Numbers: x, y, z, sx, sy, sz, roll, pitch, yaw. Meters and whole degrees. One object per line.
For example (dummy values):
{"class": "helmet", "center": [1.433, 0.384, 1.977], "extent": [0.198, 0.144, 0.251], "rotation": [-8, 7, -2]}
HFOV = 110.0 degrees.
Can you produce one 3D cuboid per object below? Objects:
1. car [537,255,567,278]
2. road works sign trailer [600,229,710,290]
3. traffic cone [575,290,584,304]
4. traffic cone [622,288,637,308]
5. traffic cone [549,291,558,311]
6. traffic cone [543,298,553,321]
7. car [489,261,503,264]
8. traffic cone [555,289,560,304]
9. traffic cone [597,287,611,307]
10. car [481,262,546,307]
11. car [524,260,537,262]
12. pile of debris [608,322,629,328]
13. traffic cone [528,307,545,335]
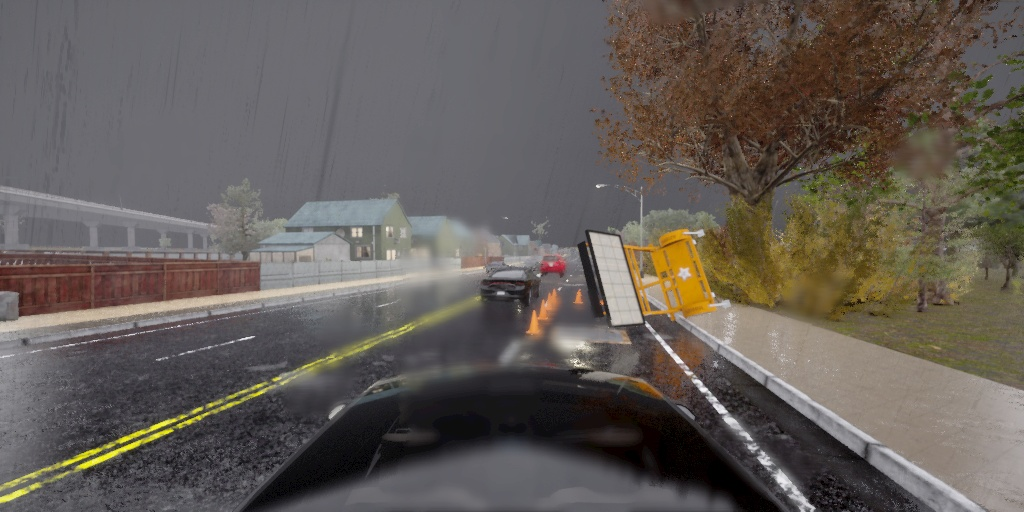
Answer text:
{"class": "car", "center": [4.015, 0.931, 34.186], "extent": [2.150, 2.045, 5.566], "rotation": [0, -1, 12]}
{"class": "road works sign trailer", "center": [4.618, -0.997, 10.627], "extent": [2.880, 3.560, 2.380], "rotation": [0, 0, -25]}
{"class": "traffic cone", "center": [2.812, 1.694, 14.926], "extent": [0.340, 0.580, 0.340], "rotation": [0, 0, 12]}
{"class": "traffic cone", "center": [4.769, 1.694, 14.516], "extent": [0.340, 0.580, 0.340], "rotation": [0, 0, 12]}
{"class": "traffic cone", "center": [1.424, 1.696, 13.173], "extent": [0.340, 0.580, 0.340], "rotation": [0, 0, 12]}
{"class": "traffic cone", "center": [1.015, 1.698, 11.216], "extent": [0.340, 0.580, 0.340], "rotation": [0, 0, 12]}
{"class": "car", "center": [-1.596, 1.271, 40.100], "extent": [1.994, 1.385, 4.181], "rotation": [0, 0, 12]}
{"class": "traffic cone", "center": [1.834, 1.695, 15.131], "extent": [0.340, 0.580, 0.340], "rotation": [0, 0, 12]}
{"class": "traffic cone", "center": [3.791, 1.694, 14.722], "extent": [0.340, 0.580, 0.340], "rotation": [0, 0, 12]}
{"class": "car", "center": [0.123, 1.217, 15.592], "extent": [1.882, 1.535, 5.008], "rotation": [0, 0, 12]}
{"class": "car", "center": [2.212, 1.205, 42.429], "extent": [1.837, 1.490, 4.892], "rotation": [0, 0, 12]}
{"class": "pile of debris", "center": [1.939, 1.909, 8.992], "extent": [1.860, 0.140, 1.500], "rotation": [0, 0, 12]}
{"class": "traffic cone", "center": [0.605, 1.700, 9.258], "extent": [0.340, 0.580, 0.340], "rotation": [0, 0, 12]}
